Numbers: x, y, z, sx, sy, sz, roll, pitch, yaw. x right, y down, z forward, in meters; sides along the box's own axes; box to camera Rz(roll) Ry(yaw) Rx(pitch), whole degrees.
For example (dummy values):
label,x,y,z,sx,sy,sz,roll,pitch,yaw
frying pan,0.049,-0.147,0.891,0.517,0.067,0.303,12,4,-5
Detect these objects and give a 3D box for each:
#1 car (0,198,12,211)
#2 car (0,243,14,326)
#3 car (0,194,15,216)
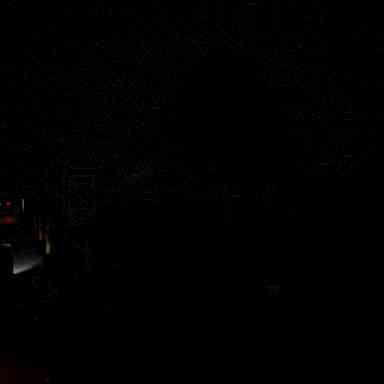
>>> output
label,x,y,z,sx,sy,sz,roll,pitch,yaw
car,-23.932,1.576,42.105,2.033,1.411,5.357,0,0,-28
car,-4.599,1.563,6.476,1.994,1.385,4.181,0,0,-28
car,-18.780,1.239,32.701,2.150,2.045,5.566,0,0,-28
